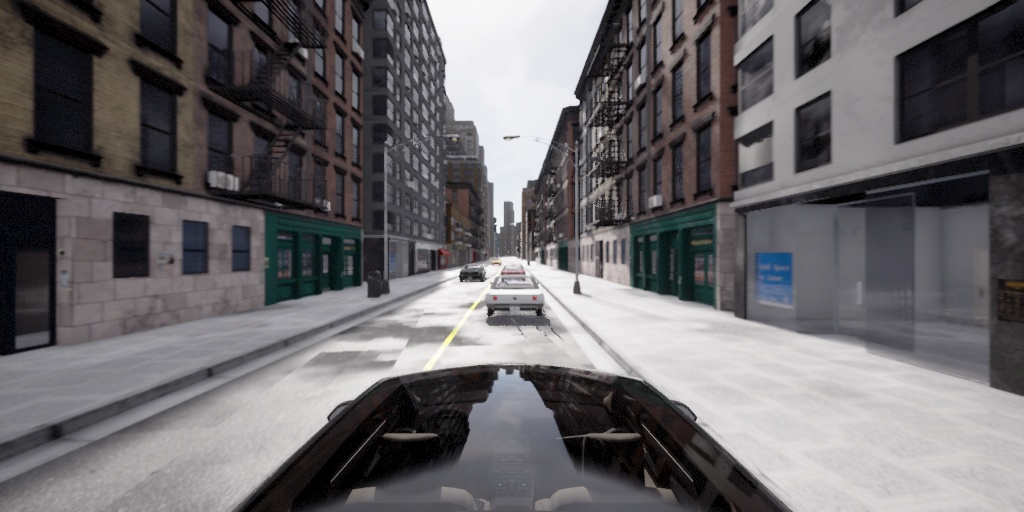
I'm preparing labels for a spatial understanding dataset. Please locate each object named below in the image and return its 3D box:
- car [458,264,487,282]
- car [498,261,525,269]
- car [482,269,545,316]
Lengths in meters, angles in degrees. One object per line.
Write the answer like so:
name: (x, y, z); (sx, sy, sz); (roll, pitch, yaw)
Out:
car: (-3.104, 1.327, 28.818); (1.895, 1.301, 4.718); (0, 0, 0)
car: (0.094, 1.327, 28.792); (1.895, 1.301, 4.718); (0, 0, 0)
car: (0.096, 1.341, 13.355); (1.895, 1.301, 4.718); (0, 0, 0)
